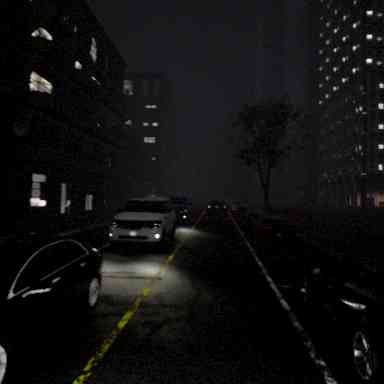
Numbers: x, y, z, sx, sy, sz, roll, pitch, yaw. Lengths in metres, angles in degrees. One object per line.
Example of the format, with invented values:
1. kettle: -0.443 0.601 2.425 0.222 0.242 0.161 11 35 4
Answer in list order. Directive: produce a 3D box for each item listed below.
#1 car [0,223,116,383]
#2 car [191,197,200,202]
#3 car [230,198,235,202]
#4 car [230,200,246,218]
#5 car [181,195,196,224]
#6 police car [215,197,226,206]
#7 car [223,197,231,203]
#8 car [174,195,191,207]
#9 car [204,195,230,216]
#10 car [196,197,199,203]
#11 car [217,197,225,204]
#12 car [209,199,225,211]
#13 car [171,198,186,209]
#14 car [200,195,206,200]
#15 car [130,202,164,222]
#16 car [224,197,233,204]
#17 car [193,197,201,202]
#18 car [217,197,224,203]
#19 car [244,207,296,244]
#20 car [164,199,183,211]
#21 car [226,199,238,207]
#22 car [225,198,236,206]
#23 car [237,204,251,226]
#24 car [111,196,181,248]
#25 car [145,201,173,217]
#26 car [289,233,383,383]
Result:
1. car: -2.838 1.467 4.957 1.837 1.490 4.892 1 0 4
2. car: 1.023 1.998 89.094 1.947 1.339 4.313 2 0 4
3. car: 5.987 1.846 44.196 1.752 1.417 4.829 2 0 4
4. car: 5.122 1.802 32.919 2.008 1.369 4.403 2 0 4
5. car: -1.208 1.310 25.990 2.150 2.045 5.566 1 0 5
6. police car: 5.803 1.855 68.171 1.930 1.638 5.238 1 0 2
7. car: 9.381 2.043 88.452 1.967 1.590 4.097 2 0 4
8. car: -1.521 1.534 55.776 2.192 1.841 5.009 2 0 4
9. car: 2.650 1.562 35.229 2.097 1.767 4.553 1 0 5
10. car: -0.245 1.640 72.434 2.192 1.841 5.009 2 0 4
11. car: 6.769 1.955 78.220 1.801 1.575 5.366 1 0 4
12. car: 3.550 1.777 47.329 2.128 1.511 4.902 1 0 5
13. car: -1.967 1.708 50.051 1.752 1.417 4.829 2 0 4
14. car: 2.905 1.390 78.446 2.097 1.767 4.553 1 0 4
15. car: -3.658 1.613 28.008 1.947 1.339 4.313 2 0 4
16. car: 8.529 1.971 77.345 1.967 1.590 4.097 2 0 4
17. car: 1.448 2.020 94.647 2.008 1.369 4.403 2 0 4
18. car: 7.247 1.993 84.201 1.801 1.575 5.366 1 0 4
19. car: 3.846 1.695 16.258 1.887 1.381 4.507 2 0 4
20. car: -2.381 1.715 44.668 1.947 1.339 4.313 2 0 4
21. car: 7.250 1.976 60.686 2.008 1.369 4.403 2 0 4
22. car: 7.675 2.011 66.238 2.008 1.369 4.403 2 0 4
23. car: 4.271 1.734 21.812 2.008 1.369 4.403 2 0 4
24. car: -2.035 1.245 15.360 2.150 2.045 5.566 1 0 4
25. car: -3.232 1.631 33.561 2.008 1.369 4.403 2 0 4
26. car: 2.994 1.650 5.153 1.947 1.339 4.313 2 0 4
